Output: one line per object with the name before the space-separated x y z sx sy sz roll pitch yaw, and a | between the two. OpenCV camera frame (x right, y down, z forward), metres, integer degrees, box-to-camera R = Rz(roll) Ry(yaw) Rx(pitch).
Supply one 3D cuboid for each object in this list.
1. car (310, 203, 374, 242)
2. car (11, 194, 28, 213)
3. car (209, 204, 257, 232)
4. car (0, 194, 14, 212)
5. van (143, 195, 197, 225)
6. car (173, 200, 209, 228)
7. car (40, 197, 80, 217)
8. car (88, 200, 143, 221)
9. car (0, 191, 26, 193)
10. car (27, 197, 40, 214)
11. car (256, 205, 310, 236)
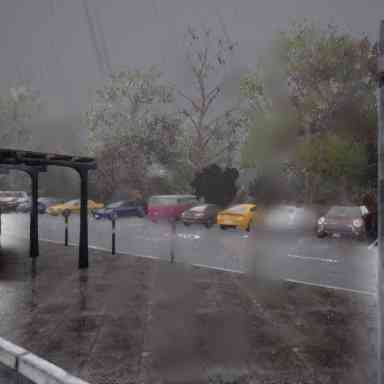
car | 7.942 1.402 17.092 2.185 1.767 4.553 1 0 35
car | -14.723 1.277 33.113 2.231 1.521 4.892 1 0 35
car | 3.390 1.476 20.271 2.097 1.535 5.008 1 0 35
car | -16.989 1.251 34.716 2.097 1.535 5.008 1 0 35
van | -1.069 1.200 23.578 1.878 1.987 4.442 1 0 35
car | 1.125 1.491 21.878 2.002 1.452 4.674 1 0 35
car | -10.305 1.323 29.748 1.946 1.575 5.366 1 0 35
car | -5.684 1.405 26.668 2.163 1.488 4.792 1 0 35
car | -21.537 0.950 37.895 2.435 2.045 5.566 1 0 35
car | -12.446 1.330 31.528 2.163 1.488 4.792 1 0 35
car | 5.657 1.542 18.670 2.002 1.452 4.674 1 0 35
